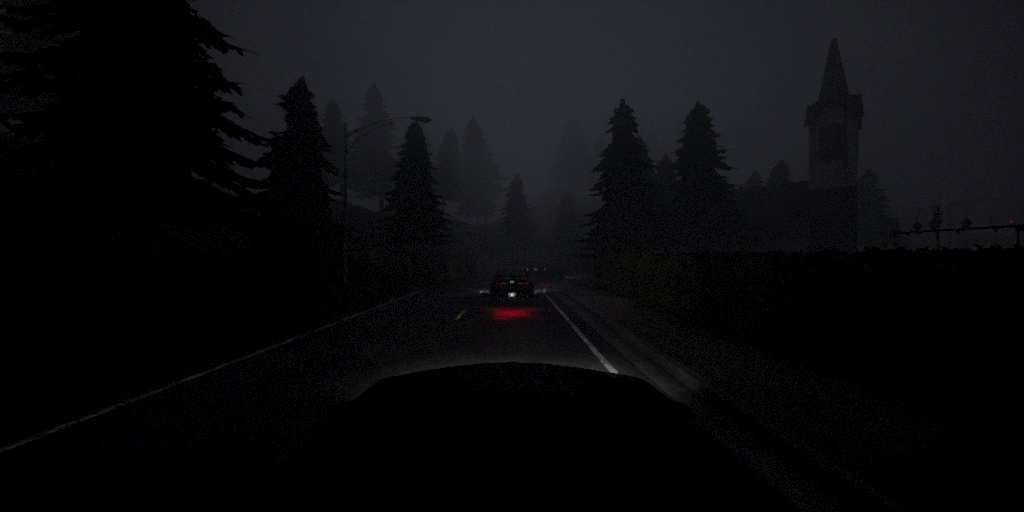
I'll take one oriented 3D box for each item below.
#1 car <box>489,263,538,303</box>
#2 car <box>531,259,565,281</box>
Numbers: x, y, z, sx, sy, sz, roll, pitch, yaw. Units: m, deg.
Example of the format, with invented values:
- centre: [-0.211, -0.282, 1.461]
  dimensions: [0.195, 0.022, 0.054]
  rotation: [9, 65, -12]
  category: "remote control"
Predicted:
- centre: [0.000, 1.266, 16.500]
  dimensions: [1.837, 1.490, 4.892]
  rotation: [0, 0, 0]
  category: "car"
- centre: [2.883, 1.116, 30.146]
  dimensions: [2.097, 1.767, 4.553]
  rotation: [0, 0, 28]
  category: "car"
